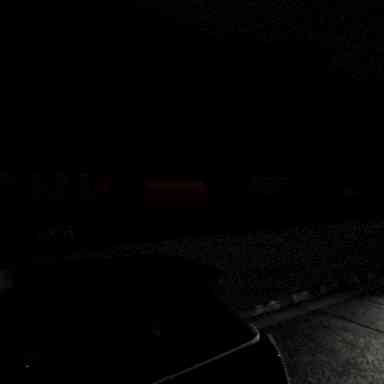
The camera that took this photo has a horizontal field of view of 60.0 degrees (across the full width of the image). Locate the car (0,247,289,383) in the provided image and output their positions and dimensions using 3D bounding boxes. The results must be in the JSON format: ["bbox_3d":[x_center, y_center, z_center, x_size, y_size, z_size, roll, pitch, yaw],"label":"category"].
[{"bbox_3d":[-1.466,1.352,2.019,4.553,1.767,2.097,0,0,-35],"label":"car"}]
